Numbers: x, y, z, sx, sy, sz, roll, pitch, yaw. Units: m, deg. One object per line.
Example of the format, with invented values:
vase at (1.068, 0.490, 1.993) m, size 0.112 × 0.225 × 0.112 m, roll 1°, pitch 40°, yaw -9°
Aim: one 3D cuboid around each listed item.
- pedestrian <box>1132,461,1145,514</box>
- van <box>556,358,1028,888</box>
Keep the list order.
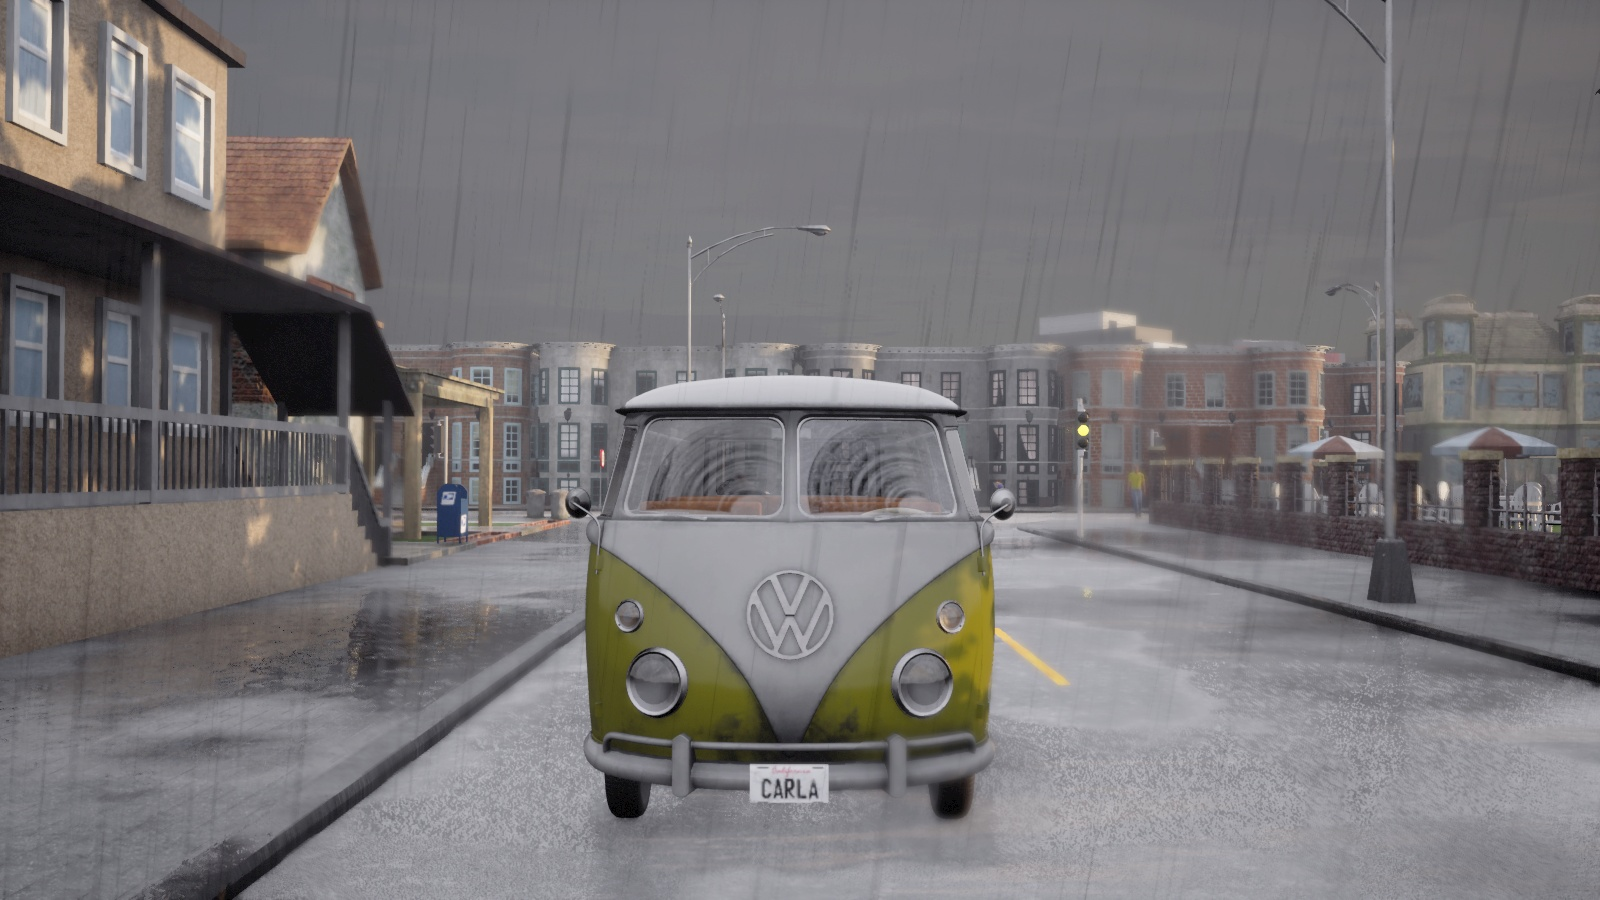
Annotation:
pedestrian at (11.728, 1.292, 43.544) m, size 0.354 × 1.836 × 0.706 m, roll 0°, pitch -1°, yaw 9°
van at (-0.043, 0.684, 6.958) m, size 1.775 × 1.987 × 4.442 m, roll 0°, pitch -1°, yaw 0°
